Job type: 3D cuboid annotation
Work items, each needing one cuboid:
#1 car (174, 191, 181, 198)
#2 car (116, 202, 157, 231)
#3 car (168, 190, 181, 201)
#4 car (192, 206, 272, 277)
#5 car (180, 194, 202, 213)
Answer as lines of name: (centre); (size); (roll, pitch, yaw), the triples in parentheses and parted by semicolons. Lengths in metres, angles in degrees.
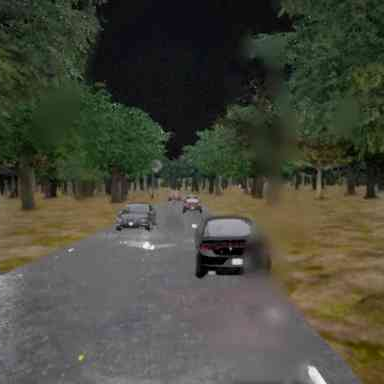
car: (-3.727, 0.640, 84.963); (1.837, 1.490, 4.892); (0, 1, -3)
car: (-3.146, 1.375, 19.506); (1.837, 1.490, 4.892); (0, 0, 0)
car: (-3.203, 0.653, 61.290); (2.150, 2.045, 5.566); (0, 1, 0)
car: (1.026, 1.417, 10.041); (1.882, 1.535, 5.008); (0, 0, 0)
car: (0.032, 1.272, 33.345); (1.812, 1.442, 4.674); (0, 1, 0)
